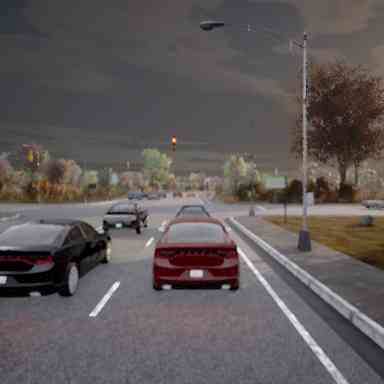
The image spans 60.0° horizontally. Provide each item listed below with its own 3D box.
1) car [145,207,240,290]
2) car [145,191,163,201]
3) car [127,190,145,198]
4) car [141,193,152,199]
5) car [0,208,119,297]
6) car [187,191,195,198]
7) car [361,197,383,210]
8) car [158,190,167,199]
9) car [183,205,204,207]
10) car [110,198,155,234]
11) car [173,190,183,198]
[{"bbox_3d":[0.080,1.392,8.854,1.882,1.535,5.008,0,0,0],"label":"car"},{"bbox_3d":[-7.201,0.963,62.909,1.994,1.385,4.181,0,1,0],"label":"car"},{"bbox_3d":[-10.696,0.618,62.926,2.150,2.045,5.566,0,1,0],"label":"car"},{"bbox_3d":[-10.697,0.846,78.448,1.895,1.301,4.718,0,1,0],"label":"car"},{"bbox_3d":[-3.418,1.396,8.380,1.882,1.535,5.008,0,0,0],"label":"car"},{"bbox_3d":[-0.211,0.528,86.042,2.097,1.767,4.553,0,1,0],"label":"car"},{"bbox_3d":[21.437,1.244,36.812,4.718,1.301,1.895,0,1,3],"label":"car"},{"bbox_3d":[-7.196,0.481,78.009,2.150,2.045,5.566,0,1,0],"label":"car"},{"bbox_3d":[0.059,1.393,17.843,1.994,1.385,4.181,0,1,0],"label":"car"},{"bbox_3d":[-3.436,1.320,17.865,2.128,1.511,4.902,0,1,-1],"label":"car"},{"bbox_3d":[-3.711,0.400,85.676,2.150,2.045,5.566,0,1,0],"label":"car"}]
